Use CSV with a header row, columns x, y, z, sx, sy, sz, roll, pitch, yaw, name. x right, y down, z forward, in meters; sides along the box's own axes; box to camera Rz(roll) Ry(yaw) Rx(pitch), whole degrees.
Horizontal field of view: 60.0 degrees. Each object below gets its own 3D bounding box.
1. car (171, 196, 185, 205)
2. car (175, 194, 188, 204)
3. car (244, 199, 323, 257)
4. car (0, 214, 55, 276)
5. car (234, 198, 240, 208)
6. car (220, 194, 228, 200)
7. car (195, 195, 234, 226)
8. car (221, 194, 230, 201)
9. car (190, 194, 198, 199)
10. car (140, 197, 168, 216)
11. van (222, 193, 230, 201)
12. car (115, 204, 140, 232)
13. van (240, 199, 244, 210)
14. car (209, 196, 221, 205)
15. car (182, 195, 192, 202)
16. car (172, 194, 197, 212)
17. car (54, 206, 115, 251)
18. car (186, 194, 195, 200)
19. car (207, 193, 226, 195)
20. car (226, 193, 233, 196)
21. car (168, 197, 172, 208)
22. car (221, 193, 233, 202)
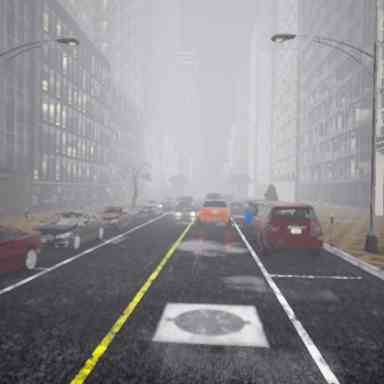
x,y,z,sx,sy,sz,roll,pitch,yaw,name
-2.193,1.371,53.150,1.802,1.307,4.206,0,0,4,car
-1.808,1.214,58.820,1.967,1.590,4.097,0,0,4,car
3.475,1.316,12.889,2.192,1.841,5.009,0,0,4,car
-5.271,1.449,7.786,1.887,1.381,4.507,0,0,4,car
5.398,1.480,41.242,2.008,1.369,4.403,0,0,4,car
8.861,1.234,92.277,1.967,1.590,4.097,0,0,4,car
1.579,1.294,23.058,2.097,1.767,4.553,1,0,4,car
8.092,1.265,80.936,1.967,1.590,4.097,0,0,4,car
0.501,1.234,92.845,2.008,1.369,4.403,0,0,4,car
-3.732,1.398,30.468,2.008,1.369,4.403,0,0,4,car
7.708,1.181,75.265,1.690,1.788,3.998,0,0,4,van
-4.502,1.458,19.127,1.802,1.307,4.206,0,0,4,car
3.860,1.328,18.559,1.690,1.788,3.998,0,0,4,van
3.974,1.415,58.386,1.994,1.385,4.181,1,0,4,car
-1.050,1.270,69.993,1.752,1.417,4.829,0,0,4,car
-0.596,1.216,37.196,2.097,1.767,4.553,1,0,4,car
-4.887,1.441,13.456,2.008,1.369,4.403,0,0,4,car
-0.269,1.280,81.504,1.947,1.339,4.313,0,0,4,car
2.696,1.115,40.980,2.150,2.045,5.566,1,0,4,car
6.938,1.185,63.924,2.192,1.841,5.009,0,0,4,car
-2.962,1.369,41.809,2.008,1.369,4.403,0,0,4,car
7.323,1.170,69.595,2.192,1.841,5.009,0,0,4,car
